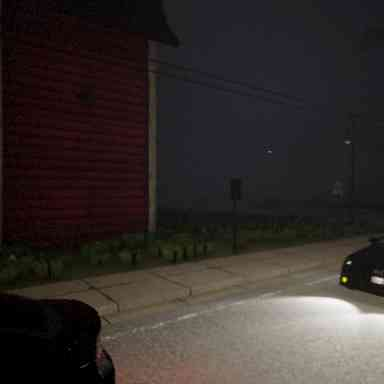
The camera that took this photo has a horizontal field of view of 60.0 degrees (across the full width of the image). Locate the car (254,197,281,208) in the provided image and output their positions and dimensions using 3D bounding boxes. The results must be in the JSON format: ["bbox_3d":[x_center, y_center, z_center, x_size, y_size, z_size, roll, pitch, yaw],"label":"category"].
[{"bbox_3d":[10.314,1.474,45.192,4.193,1.474,1.816,0,0,-36],"label":"car"}]

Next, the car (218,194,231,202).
[{"bbox_3d":[6.421,1.268,71.766,4.605,1.855,1.932,0,0,-36],"label":"car"}]

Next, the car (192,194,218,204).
[{"bbox_3d":[1.834,1.283,55.689,3.866,1.878,1.905,0,0,-36],"label":"car"}]

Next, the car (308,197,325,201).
[{"bbox_3d":[19.943,1.476,53.807,3.905,1.438,1.784,0,0,-36],"label":"car"}]

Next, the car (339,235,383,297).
[{"bbox_3d":[5.280,1.556,7.694,4.181,1.385,1.994,0,0,-36],"label":"car"}]

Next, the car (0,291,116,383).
[{"bbox_3d":[-2.904,1.507,1.902,4.892,1.490,1.837,0,0,-36],"label":"car"}]
